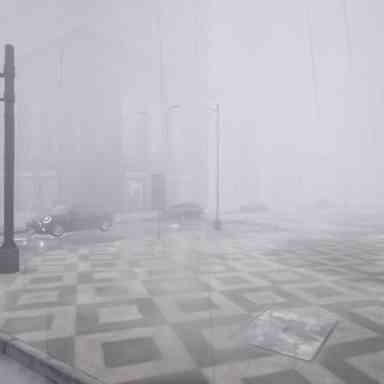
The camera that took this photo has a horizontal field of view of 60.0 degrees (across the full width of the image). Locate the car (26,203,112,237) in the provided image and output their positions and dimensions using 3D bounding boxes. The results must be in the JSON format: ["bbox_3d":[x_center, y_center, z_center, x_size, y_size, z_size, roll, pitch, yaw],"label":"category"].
[{"bbox_3d":[-6.792,1.415,18.679,2.097,1.767,4.553,0,0,37],"label":"car"}]

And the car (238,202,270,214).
[{"bbox_3d":[7.130,1.773,37.999,1.895,1.301,4.718,0,0,36],"label":"car"}]

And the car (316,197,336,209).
[{"bbox_3d":[20.922,1.631,51.748,2.097,1.767,4.553,0,0,36],"label":"car"}]

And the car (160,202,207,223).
[{"bbox_3d":[-0.622,1.617,27.226,1.837,1.490,4.892,0,0,36],"label":"car"}]
